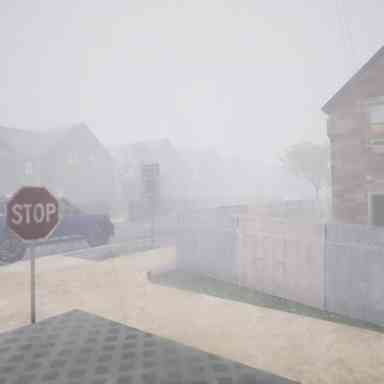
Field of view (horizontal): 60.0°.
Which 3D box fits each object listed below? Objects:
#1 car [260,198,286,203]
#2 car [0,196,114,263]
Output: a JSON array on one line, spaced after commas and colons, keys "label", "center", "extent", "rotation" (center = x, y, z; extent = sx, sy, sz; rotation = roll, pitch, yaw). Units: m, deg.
[{"label": "car", "center": [7.505, 1.245, 29.773], "extent": [1.882, 1.535, 5.008], "rotation": [-2, -1, 36]}, {"label": "car", "center": [-5.467, 1.161, 12.030], "extent": [2.150, 2.045, 5.566], "rotation": [-2, -1, 36]}]
